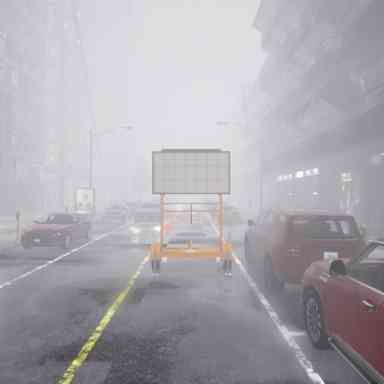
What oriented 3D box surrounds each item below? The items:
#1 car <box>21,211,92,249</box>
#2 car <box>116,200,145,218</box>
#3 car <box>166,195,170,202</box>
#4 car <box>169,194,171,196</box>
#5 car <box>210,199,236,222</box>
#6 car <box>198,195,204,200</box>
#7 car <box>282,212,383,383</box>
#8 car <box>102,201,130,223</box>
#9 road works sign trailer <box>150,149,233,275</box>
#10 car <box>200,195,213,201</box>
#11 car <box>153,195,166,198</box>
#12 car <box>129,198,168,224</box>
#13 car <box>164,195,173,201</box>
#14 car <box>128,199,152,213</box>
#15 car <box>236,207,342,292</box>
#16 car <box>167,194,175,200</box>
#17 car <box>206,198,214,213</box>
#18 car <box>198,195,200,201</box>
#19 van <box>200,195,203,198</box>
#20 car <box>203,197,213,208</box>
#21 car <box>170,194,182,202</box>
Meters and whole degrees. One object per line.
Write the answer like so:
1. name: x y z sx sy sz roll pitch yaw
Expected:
1. car: -5.709 1.547 14.511 1.887 1.381 4.507 1 0 0
2. car: -5.743 1.545 31.481 1.887 1.381 4.507 1 0 0
3. car: -5.811 1.560 65.424 1.802 1.307 4.206 1 0 0
4. car: -5.832 1.407 76.737 1.967 1.590 4.097 1 0 0
5. car: 2.649 1.527 25.978 1.752 1.417 4.829 1 0 0
6. car: 2.513 1.528 93.688 1.802 1.307 4.206 1 0 0
7. car: 2.697 1.316 3.181 2.192 1.841 5.009 1 0 0
8. car: -5.733 1.584 25.825 1.802 1.307 4.206 1 0 0
9. road works sign trailer: -0.020 0.466 10.397 2.380 3.560 2.880 0 0 0
10. car: 2.603 1.556 48.435 1.947 1.339 4.313 1 0 0
11. car: -5.787 1.427 54.111 1.967 1.590 4.097 1 0 0
12. car: -3.149 1.479 25.125 1.882 1.535 5.008 0 0 0
13. car: -5.845 1.543 82.392 1.802 1.307 4.206 1 0 0
14. car: -5.755 1.563 37.138 1.947 1.339 4.313 1 0 0
15. car: 2.685 1.317 8.838 2.192 1.841 5.009 1 0 0
16. car: -5.865 1.387 93.707 1.967 1.590 4.097 1 0 0
17. car: 2.637 1.566 31.464 1.947 1.339 4.313 1 0 0
18. car: 2.546 1.549 76.718 1.802 1.307 4.206 1 0 0
19. van: 2.595 1.328 54.092 1.690 1.788 3.998 1 0 0
20. car: 2.626 1.548 37.121 2.008 1.369 4.403 1 0 0
21. car: -3.145 1.572 72.486 1.895 1.301 4.718 0 0 0
